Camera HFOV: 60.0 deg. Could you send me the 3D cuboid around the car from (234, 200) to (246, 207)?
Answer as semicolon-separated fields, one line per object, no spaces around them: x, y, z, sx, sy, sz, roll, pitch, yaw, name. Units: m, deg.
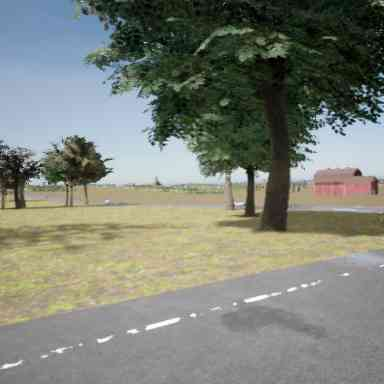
10.274;2.310;68.804;1.895;1.301;4.718;-3;1;-38;car
